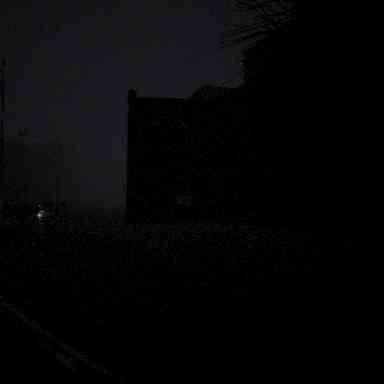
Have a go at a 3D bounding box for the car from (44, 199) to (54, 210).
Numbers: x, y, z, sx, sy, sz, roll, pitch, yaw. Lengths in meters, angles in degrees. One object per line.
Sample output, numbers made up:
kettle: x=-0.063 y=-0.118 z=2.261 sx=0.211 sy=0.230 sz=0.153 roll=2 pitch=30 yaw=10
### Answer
car: x=-20.581 y=1.738 z=45.391 sx=1.837 sy=1.490 sz=4.892 roll=1 pitch=-1 yaw=1

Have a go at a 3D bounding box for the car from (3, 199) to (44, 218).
car: x=-16.640 y=1.640 z=32.450 sx=1.882 sy=1.535 sz=5.008 roll=1 pitch=-1 yaw=-4
